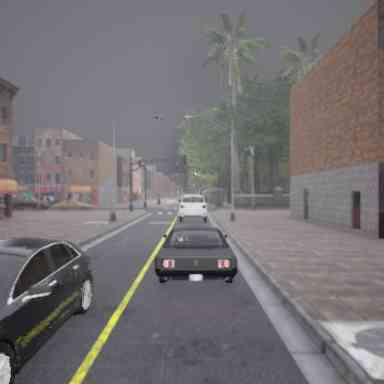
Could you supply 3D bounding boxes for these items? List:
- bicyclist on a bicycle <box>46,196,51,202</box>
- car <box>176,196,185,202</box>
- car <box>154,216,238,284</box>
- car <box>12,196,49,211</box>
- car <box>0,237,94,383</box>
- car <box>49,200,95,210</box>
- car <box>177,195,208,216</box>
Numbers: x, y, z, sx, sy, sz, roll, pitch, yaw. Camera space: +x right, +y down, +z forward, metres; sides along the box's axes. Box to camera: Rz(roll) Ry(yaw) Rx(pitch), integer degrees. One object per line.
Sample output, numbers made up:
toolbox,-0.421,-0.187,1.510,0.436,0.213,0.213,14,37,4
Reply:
bicyclist on a bicycle,-20.145,1.422,46.503,0.582,1.620,1.656,0,0,0
car,-2.752,1.748,80.539,1.895,1.301,4.718,0,0,0
car,0.098,1.611,9.575,1.895,1.301,4.718,0,0,0
car,-20.064,1.420,40.856,5.009,1.841,2.192,0,0,0
car,-2.852,1.509,4.793,1.837,1.490,4.892,0,0,0
car,-14.442,1.616,40.863,4.829,1.417,1.752,0,0,0
car,0.099,1.256,27.313,2.150,2.045,5.566,0,0,1
